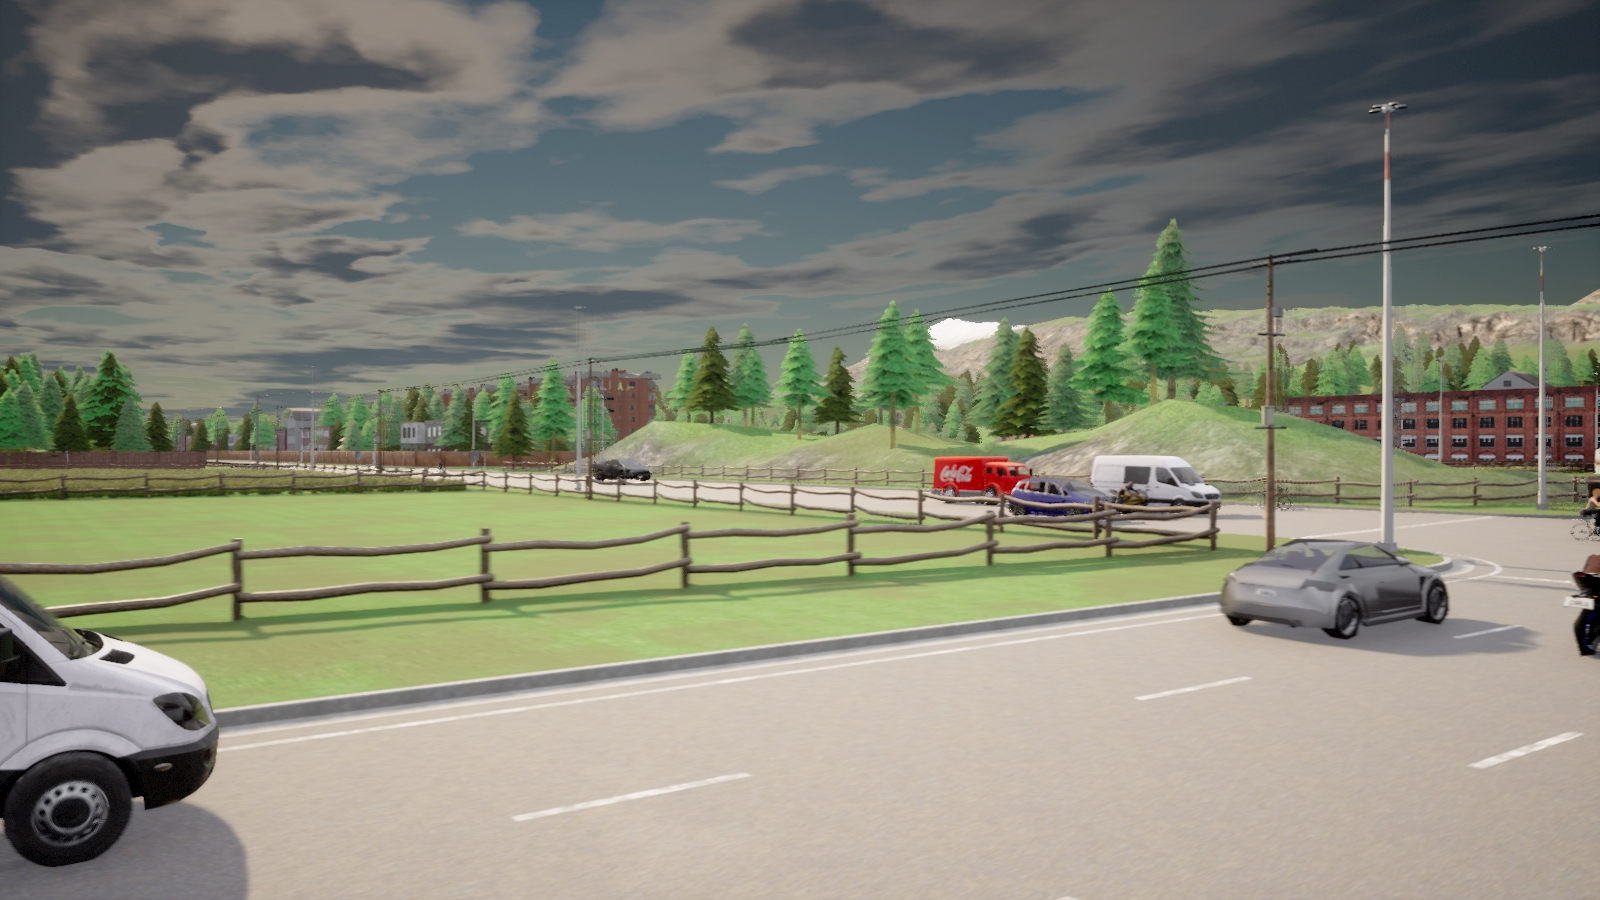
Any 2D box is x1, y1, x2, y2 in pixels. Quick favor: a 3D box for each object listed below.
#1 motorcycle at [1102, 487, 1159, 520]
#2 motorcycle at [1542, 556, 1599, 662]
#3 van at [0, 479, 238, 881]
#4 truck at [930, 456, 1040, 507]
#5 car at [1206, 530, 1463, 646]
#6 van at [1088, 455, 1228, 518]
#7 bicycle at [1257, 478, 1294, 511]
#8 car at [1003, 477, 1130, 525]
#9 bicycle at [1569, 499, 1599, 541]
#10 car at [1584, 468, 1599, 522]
[{"bbox_3d":[13.648,2.206,47.270,0.867,1.251,2.209,0,0,-36],"label":"motorcycle"},{"bbox_3d":[11.422,2.205,16.107,2.209,1.251,0.867,0,0,-36],"label":"motorcycle"},{"bbox_3d":[-7.066,1.534,7.395,5.915,2.561,1.988,0,0,-35],"label":"van"},{"bbox_3d":[9.451,1.566,58.833,2.627,2.467,5.204,0,0,-38],"label":"truck"},{"bbox_3d":[8.665,2.119,18.423,4.181,1.385,1.994,0,0,-36],"label":"car"},{"bbox_3d":[15.689,1.535,50.420,1.988,2.561,5.915,0,0,-36],"label":"van"},{"bbox_3d":[22.195,2.056,53.372,0.373,1.496,1.643,0,0,-36],"label":"bicycle"},{"bbox_3d":[10.552,1.965,45.583,2.242,1.667,4.611,0,0,-36],"label":"car"},{"bbox_3d":[24.652,2.158,35.196,1.487,1.276,0.859,0,-1,28],"label":"bicycle"},{"bbox_3d":[34.301,1.753,44.249,6.274,2.098,2.390,0,0,-1],"label":"car"}]
